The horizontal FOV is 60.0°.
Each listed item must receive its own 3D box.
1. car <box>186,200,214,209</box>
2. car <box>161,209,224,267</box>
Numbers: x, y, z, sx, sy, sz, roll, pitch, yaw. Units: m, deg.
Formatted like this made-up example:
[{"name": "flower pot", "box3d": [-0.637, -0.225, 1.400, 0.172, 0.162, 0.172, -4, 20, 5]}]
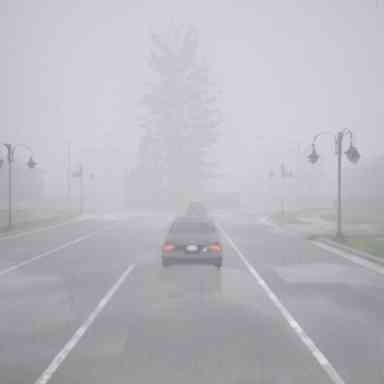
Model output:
[{"name": "car", "box3d": [0.724, 1.461, 28.441, 1.837, 1.490, 4.892, 0, 0, 11]}, {"name": "car", "box3d": [0.025, 1.530, 11.317, 2.033, 1.411, 5.357, 0, 0, 1]}]
